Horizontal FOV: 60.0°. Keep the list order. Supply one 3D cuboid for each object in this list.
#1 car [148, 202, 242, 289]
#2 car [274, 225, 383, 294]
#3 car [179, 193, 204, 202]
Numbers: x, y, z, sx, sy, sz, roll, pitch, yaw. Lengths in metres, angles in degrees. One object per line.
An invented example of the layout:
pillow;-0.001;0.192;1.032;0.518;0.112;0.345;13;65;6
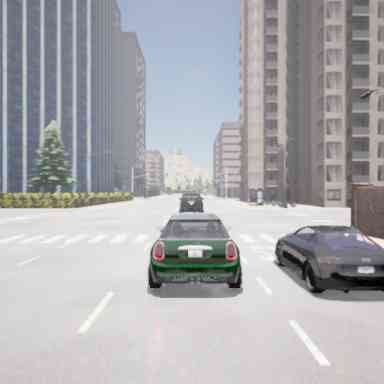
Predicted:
car;0.060;1.337;9.266;2.097;1.767;4.553;0;0;0
car;3.555;1.548;8.789;1.994;1.385;4.181;0;0;0
car;-0.052;1.118;31.964;2.150;2.045;5.566;0;0;0
